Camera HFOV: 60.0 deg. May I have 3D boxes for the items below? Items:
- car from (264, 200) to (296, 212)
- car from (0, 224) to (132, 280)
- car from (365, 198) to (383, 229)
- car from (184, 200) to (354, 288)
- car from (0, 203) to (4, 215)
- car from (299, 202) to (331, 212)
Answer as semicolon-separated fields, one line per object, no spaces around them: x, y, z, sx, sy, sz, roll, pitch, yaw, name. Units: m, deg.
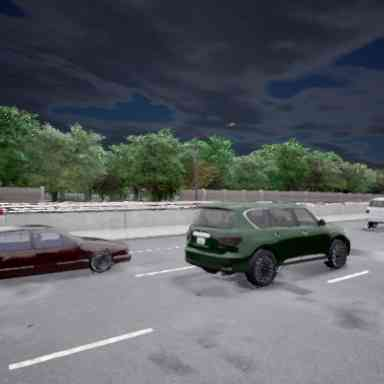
12.664;1.977;47.828;4.892;1.490;1.837;1;-1;-36;car
-4.421;1.620;9.196;5.357;1.411;2.033;1;-1;-36;car
13.953;1.440;22.565;5.566;2.045;2.150;0;-1;-36;car
2.392;1.318;9.827;5.566;2.045;2.150;0;-1;-36;car
-14.197;1.359;19.645;5.566;2.045;2.150;1;-1;-36;car
17.409;2.097;46.948;4.718;1.301;1.895;1;-1;-36;car
